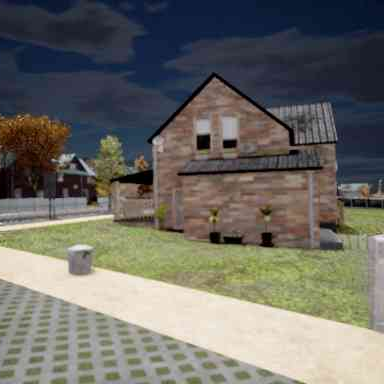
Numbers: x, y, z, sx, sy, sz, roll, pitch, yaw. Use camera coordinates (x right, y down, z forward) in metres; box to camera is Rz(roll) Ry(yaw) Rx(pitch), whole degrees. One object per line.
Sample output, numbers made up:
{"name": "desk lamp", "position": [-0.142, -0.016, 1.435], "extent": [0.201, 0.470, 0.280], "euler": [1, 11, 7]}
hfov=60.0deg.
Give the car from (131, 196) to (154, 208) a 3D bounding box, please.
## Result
{"name": "car", "position": [-6.962, 1.340, 47.864], "extent": [2.097, 1.767, 4.553], "euler": [-2, -1, 17]}
